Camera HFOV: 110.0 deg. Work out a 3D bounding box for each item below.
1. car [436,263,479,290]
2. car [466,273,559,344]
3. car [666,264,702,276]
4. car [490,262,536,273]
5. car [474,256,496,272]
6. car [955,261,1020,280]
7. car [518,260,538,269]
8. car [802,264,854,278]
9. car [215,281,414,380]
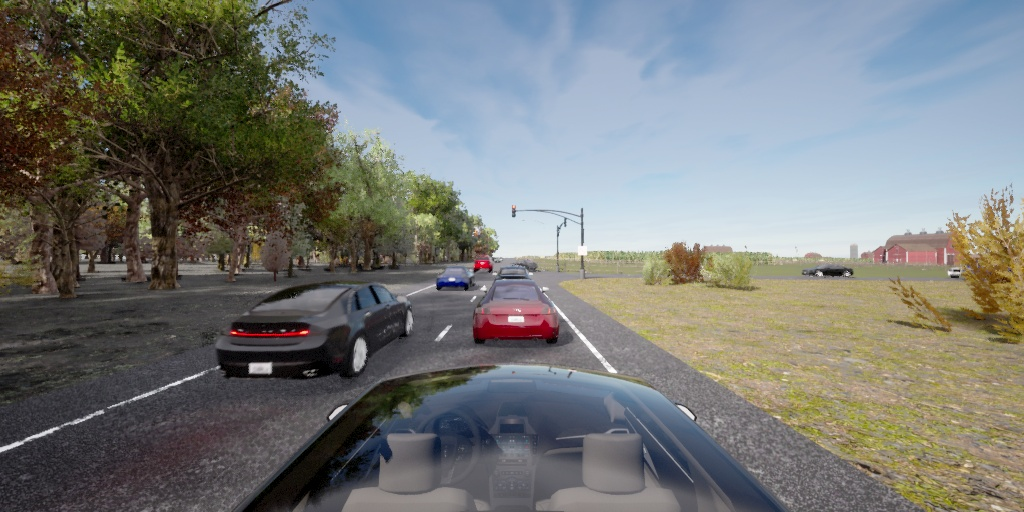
[{"bbox_3d":[-3.470,1.318,22.612,1.994,1.385,4.181,0,0,0],"label":"car"},{"bbox_3d":[0.075,1.316,9.638,1.994,1.385,4.181,0,0,0],"label":"car"},{"bbox_3d":[19.595,1.585,41.014,4.181,1.385,1.994,1,-1,0],"label":"car"},{"bbox_3d":[0.049,1.259,18.550,1.837,1.490,4.892,0,0,0],"label":"car"},{"bbox_3d":[-3.551,0.979,45.530,2.150,2.045,5.566,0,0,0],"label":"car"},{"bbox_3d":[50.587,1.522,37.372,5.566,2.045,2.150,1,-1,1],"label":"car"},{"bbox_3d":[1.539,1.244,47.882,2.128,1.511,4.902,-1,0,-32],"label":"car"},{"bbox_3d":[36.008,1.679,40.992,5.008,1.535,1.882,1,-1,0],"label":"car"},{"bbox_3d":[-3.416,1.257,7.278,1.837,1.490,4.892,0,0,0],"label":"car"}]
